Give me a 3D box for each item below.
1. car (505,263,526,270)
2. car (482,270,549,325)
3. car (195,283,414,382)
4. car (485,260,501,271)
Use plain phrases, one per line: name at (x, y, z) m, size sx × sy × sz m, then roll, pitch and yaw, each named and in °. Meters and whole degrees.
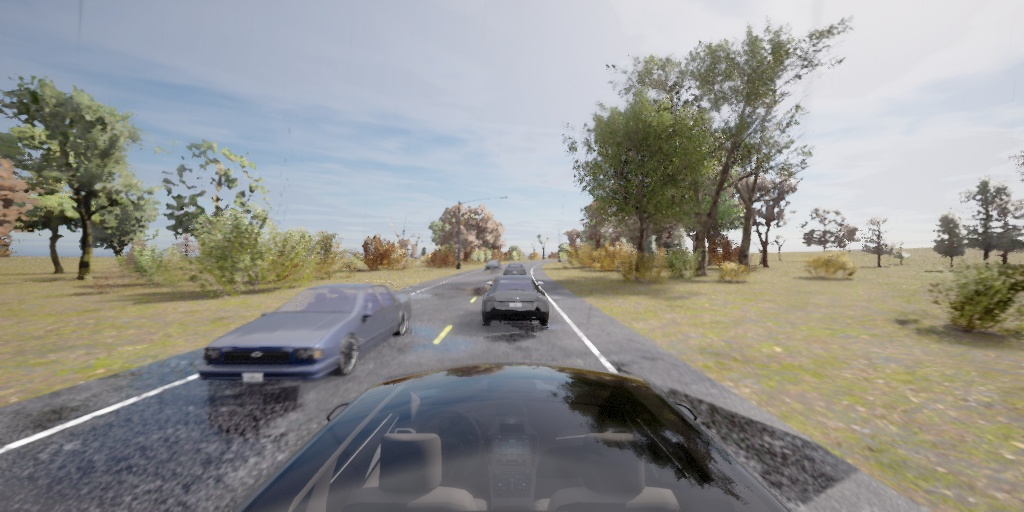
car at (0.324, 1.316, 31.922) m, size 1.994 × 1.385 × 4.181 m, roll 0°, pitch 0°, yaw 2°
car at (0.100, 1.315, 11.853) m, size 1.994 × 1.385 × 4.181 m, roll 0°, pitch 0°, yaw 0°
car at (-3.597, 1.298, 7.640) m, size 2.033 × 1.411 × 5.357 m, roll 0°, pitch 0°, yaw 0°
car at (-2.557, 1.273, 49.621) m, size 1.812 × 1.442 × 4.674 m, roll 0°, pitch 0°, yaw 4°
